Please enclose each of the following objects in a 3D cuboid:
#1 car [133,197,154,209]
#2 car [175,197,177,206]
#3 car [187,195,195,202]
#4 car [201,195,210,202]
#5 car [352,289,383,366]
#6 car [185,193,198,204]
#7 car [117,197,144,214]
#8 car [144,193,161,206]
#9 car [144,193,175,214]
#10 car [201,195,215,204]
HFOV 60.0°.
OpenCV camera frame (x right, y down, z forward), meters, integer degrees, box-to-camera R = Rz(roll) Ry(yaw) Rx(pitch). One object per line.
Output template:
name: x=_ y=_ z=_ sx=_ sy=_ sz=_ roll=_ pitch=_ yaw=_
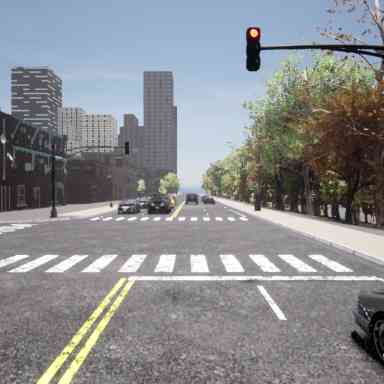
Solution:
car: x=-6.675 y=1.476 z=45.983 sx=2.128 sy=1.511 sz=4.902 roll=0 pitch=0 yaw=0
car: x=-3.426 y=1.462 z=45.907 sx=1.882 sy=1.535 sz=5.008 roll=0 pitch=0 yaw=0
car: x=-0.151 y=1.494 z=75.823 sx=1.812 sy=1.442 sz=4.674 roll=0 pitch=0 yaw=0
car: x=3.103 y=1.448 z=75.917 sx=1.882 sy=1.535 sz=5.008 roll=0 pitch=0 yaw=0
car: x=3.345 y=1.547 z=2.571 sx=2.033 sy=1.411 sz=5.357 roll=0 pitch=0 yaw=0
car: x=-0.021 y=1.200 z=61.093 sx=2.150 sy=2.045 sz=5.566 roll=0 pitch=0 yaw=0
car: x=-6.661 y=1.481 z=35.582 sx=2.128 sy=1.511 sz=4.902 roll=0 pitch=0 yaw=0
car: x=-6.694 y=1.201 z=56.672 sx=2.150 sy=2.045 sz=5.566 roll=0 pitch=0 yaw=1
car: x=-3.422 y=1.210 z=35.909 sx=2.150 sy=2.045 sz=5.566 roll=0 pitch=0 yaw=1
car: x=3.226 y=1.540 z=62.731 sx=1.994 sy=1.385 sz=4.181 roll=0 pitch=0 yaw=0
